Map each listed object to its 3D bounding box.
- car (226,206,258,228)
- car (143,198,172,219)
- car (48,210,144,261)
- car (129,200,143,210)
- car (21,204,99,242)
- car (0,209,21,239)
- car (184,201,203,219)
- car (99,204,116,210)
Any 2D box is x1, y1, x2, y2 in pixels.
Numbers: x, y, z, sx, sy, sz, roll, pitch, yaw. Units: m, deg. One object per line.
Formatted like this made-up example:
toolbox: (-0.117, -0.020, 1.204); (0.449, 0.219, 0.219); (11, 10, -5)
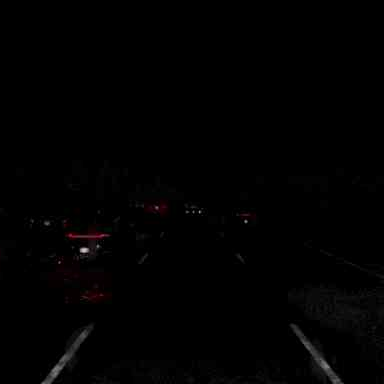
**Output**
car: (3.624, 1.788, 24.650); (2.128, 1.511, 4.902); (0, -1, 0)
car: (-3.366, 1.640, 34.610); (2.150, 2.045, 5.566); (0, 0, 0)
car: (-3.387, 1.646, 12.904); (2.128, 1.511, 4.902); (0, -1, 0)
car: (-6.855, 1.871, 43.233); (2.097, 1.767, 4.553); (0, -1, 0)
car: (-6.883, 1.568, 17.944); (2.097, 1.767, 4.553); (0, -1, 0)
car: (-10.382, 1.728, 18.744); (1.837, 1.490, 4.892); (0, -2, 0)
car: (0.135, 1.954, 33.773); (2.033, 1.411, 5.357); (0, -1, 0)
car: (-10.361, 2.073, 39.290); (1.895, 1.301, 4.718); (0, -1, 0)
